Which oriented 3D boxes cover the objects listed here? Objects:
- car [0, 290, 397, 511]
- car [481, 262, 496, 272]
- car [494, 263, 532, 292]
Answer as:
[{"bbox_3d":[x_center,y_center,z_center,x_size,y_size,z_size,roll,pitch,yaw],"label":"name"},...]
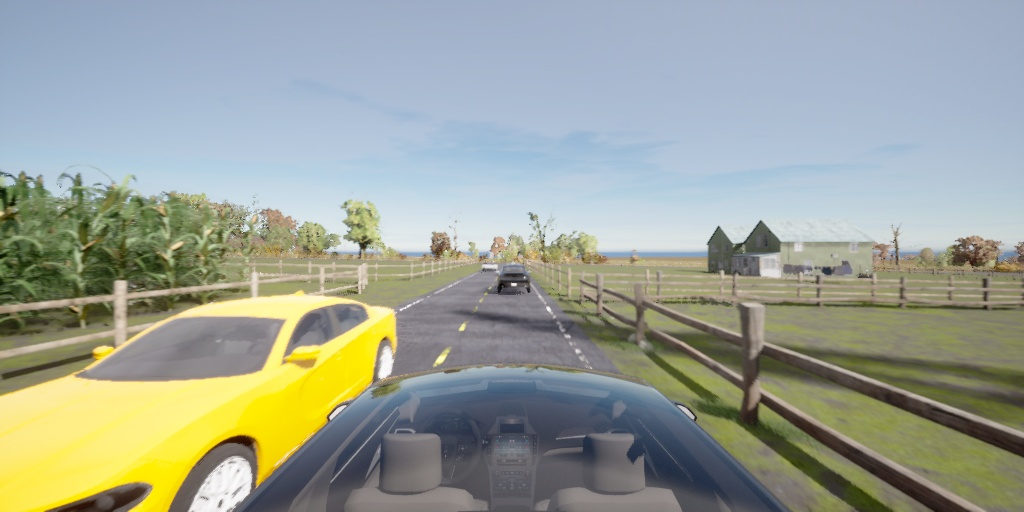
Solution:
[{"bbox_3d":[-2.850,1.227,3.995,1.882,1.535,5.008,0,0,0],"label":"car"},{"bbox_3d":[-2.823,1.364,45.740,1.895,1.301,4.718,0,0,0],"label":"car"},{"bbox_3d":[0.106,1.255,21.195,1.837,1.490,4.892,0,0,0],"label":"car"}]
